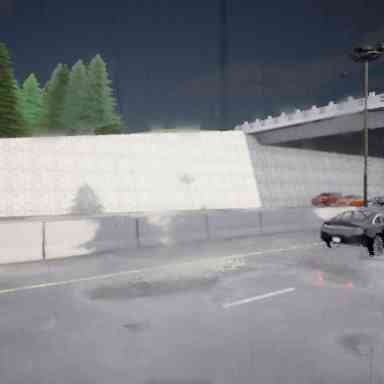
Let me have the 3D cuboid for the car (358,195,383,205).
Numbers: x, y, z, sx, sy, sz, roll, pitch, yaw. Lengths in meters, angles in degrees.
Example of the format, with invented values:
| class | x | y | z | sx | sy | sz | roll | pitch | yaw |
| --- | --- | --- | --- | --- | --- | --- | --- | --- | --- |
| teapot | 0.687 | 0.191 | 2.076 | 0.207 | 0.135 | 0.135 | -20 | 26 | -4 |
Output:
| class | x | y | z | sx | sy | sz | roll | pitch | yaw |
| --- | --- | --- | --- | --- | --- | --- | --- | --- | --- |
| car | 23.446 | 1.322 | 41.603 | 4.902 | 1.511 | 2.128 | 0 | 0 | -35 |

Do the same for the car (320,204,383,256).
| class | x | y | z | sx | sy | sz | roll | pitch | yaw |
| --- | --- | --- | --- | --- | --- | --- | --- | --- | --- |
| car | 7.000 | 1.437 | 12.895 | 4.902 | 1.511 | 2.128 | 0 | 0 | -35 |

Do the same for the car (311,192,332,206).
| class | x | y | z | sx | sy | sz | roll | pitch | yaw |
| --- | --- | --- | --- | --- | --- | --- | --- | --- | --- |
| car | 19.346 | 1.014 | 47.267 | 5.566 | 2.045 | 2.150 | 0 | 0 | -34 |

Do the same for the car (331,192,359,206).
| class | x | y | z | sx | sy | sz | roll | pitch | yaw |
| --- | --- | --- | --- | --- | --- | --- | --- | --- | --- |
| car | 21.155 | 1.162 | 44.267 | 4.553 | 1.767 | 2.097 | 0 | 0 | -35 |
